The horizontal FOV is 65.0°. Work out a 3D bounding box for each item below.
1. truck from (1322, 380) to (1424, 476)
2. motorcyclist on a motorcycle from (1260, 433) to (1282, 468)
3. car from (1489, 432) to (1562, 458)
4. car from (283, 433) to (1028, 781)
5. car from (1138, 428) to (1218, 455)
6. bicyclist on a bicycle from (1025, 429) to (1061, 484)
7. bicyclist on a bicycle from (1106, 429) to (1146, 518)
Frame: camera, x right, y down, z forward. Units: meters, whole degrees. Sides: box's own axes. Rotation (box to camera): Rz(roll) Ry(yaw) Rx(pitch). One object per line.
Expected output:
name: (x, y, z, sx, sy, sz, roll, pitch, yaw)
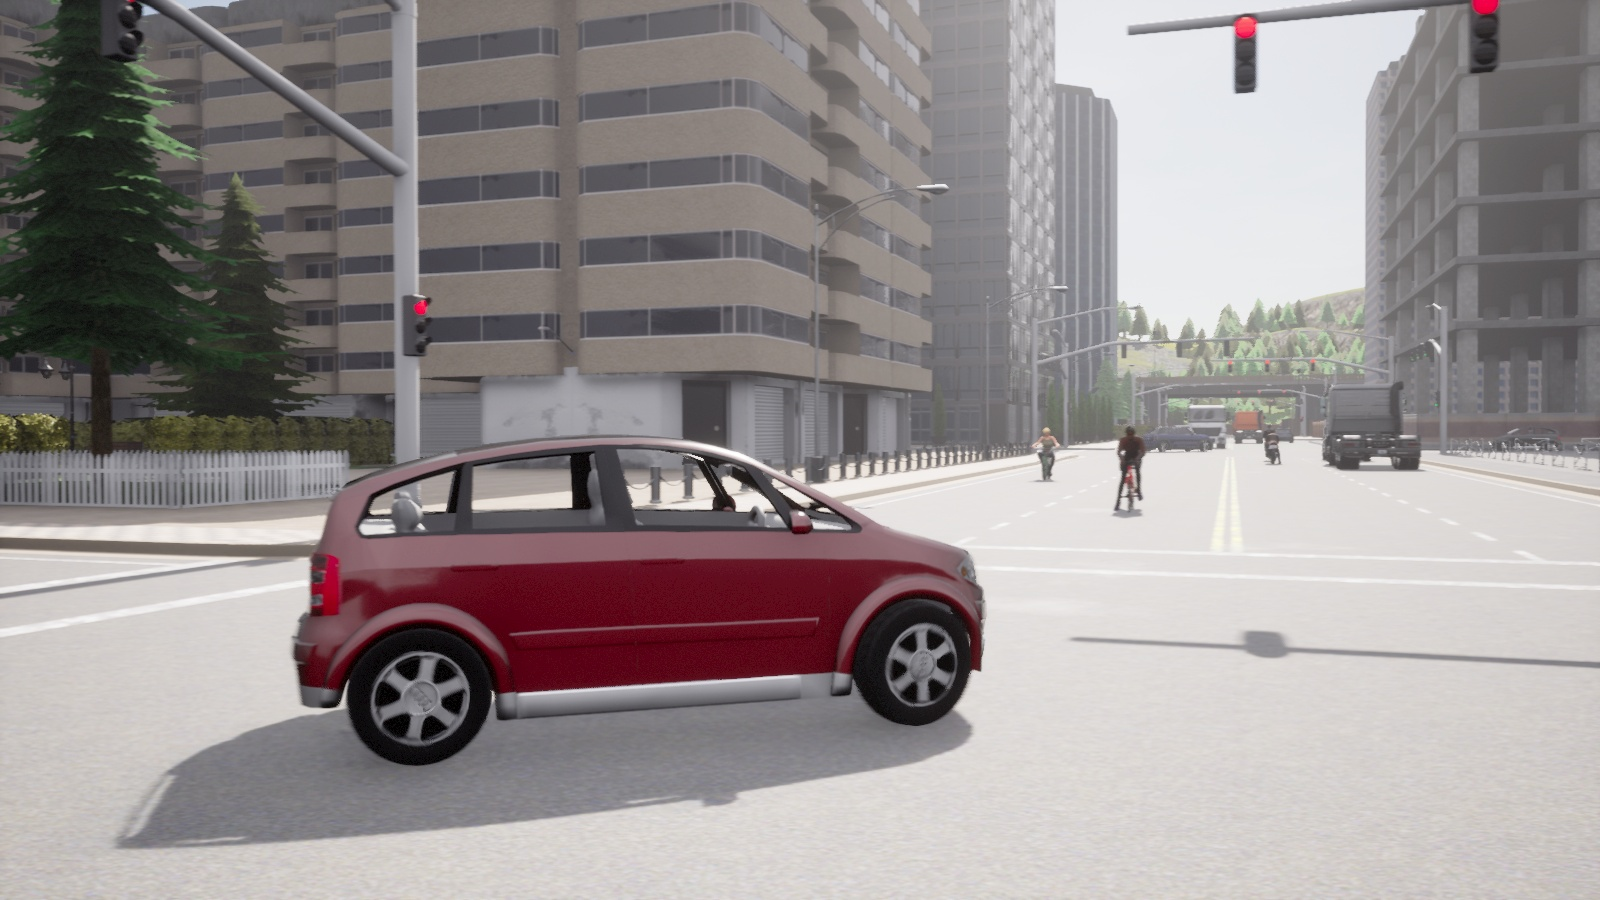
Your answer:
truck: (22.473, -0.865, 49.615, 2.891, 3.462, 7.936, 1, 1, 19)
motorcyclist on a motorcycle: (20.509, 0.010, 54.696, 0.797, 1.523, 2.044, 1, 1, 19)
car: (45.336, -0.338, 78.543, 3.705, 1.549, 1.789, 1, 1, 19)
car: (-0.818, 0.689, 7.039, 3.705, 1.549, 1.789, 0, 1, -18)
car: (24.571, -0.561, 81.700, 4.553, 1.767, 2.097, 0, 1, -16)
bicyclist on a bicycle: (7.355, 0.183, 37.946, 0.866, 1.612, 1.509, 1, 1, 19)
bicyclist on a bicycle: (6.198, 0.421, 23.832, 0.582, 1.620, 1.656, 1, 1, 19)
